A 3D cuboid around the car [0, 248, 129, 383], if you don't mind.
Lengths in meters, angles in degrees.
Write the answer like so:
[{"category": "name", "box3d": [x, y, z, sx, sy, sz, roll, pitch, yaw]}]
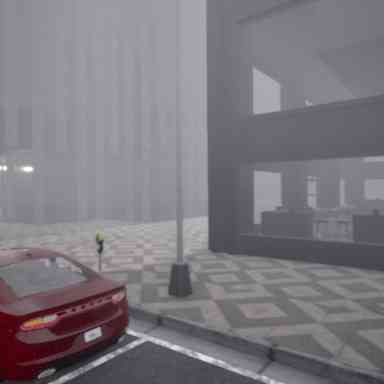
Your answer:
[{"category": "car", "box3d": [-2.960, 1.583, 5.307, 4.507, 1.381, 1.887, -1, 0, 37]}]
